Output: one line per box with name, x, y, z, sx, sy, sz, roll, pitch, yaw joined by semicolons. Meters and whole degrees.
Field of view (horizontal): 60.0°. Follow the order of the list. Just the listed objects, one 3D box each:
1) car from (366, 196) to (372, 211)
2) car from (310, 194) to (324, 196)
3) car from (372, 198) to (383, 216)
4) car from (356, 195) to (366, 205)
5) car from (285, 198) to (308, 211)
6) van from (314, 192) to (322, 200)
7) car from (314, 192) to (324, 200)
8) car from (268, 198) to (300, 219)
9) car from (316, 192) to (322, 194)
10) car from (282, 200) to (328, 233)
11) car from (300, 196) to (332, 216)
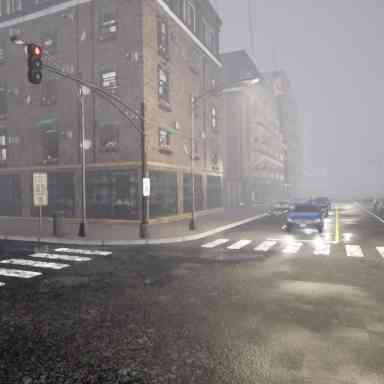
car;19.693;1.331;34.691;2.008;1.369;4.403;-1;0;24
car;14.789;1.300;37.895;1.882;1.535;5.008;0;0;24
car;17.415;1.385;29.469;1.802;1.307;4.206;-1;0;24
car;26.528;1.269;50.355;2.008;1.369;4.403;-1;0;24
car;12.008;1.397;38.031;2.008;1.369;4.403;-1;0;24
van;30.229;1.036;79.802;1.690;1.788;3.998;-1;0;24
car;32.506;0.994;85.021;2.192;1.841;5.009;-1;0;24
car;7.451;1.442;27.588;2.008;1.369;4.403;-1;0;24
car;23.395;1.186;64.137;1.967;1.590;4.097;-1;0;24
car;6.592;1.430;19.118;1.812;1.442;4.674;0;0;24
car;10.747;1.354;28.573;2.128;1.511;4.902;0;0;24
